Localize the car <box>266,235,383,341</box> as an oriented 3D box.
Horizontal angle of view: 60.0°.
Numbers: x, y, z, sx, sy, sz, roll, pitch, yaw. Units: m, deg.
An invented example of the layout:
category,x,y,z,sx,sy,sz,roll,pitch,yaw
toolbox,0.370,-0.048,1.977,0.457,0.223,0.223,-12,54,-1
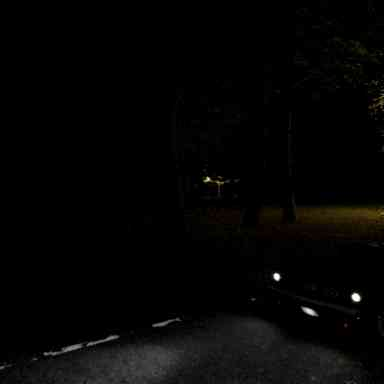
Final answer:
category,x,y,z,sx,sy,sz,roll,pitch,yaw
car,3.678,1.594,6.610,4.718,1.301,1.895,0,0,-35
